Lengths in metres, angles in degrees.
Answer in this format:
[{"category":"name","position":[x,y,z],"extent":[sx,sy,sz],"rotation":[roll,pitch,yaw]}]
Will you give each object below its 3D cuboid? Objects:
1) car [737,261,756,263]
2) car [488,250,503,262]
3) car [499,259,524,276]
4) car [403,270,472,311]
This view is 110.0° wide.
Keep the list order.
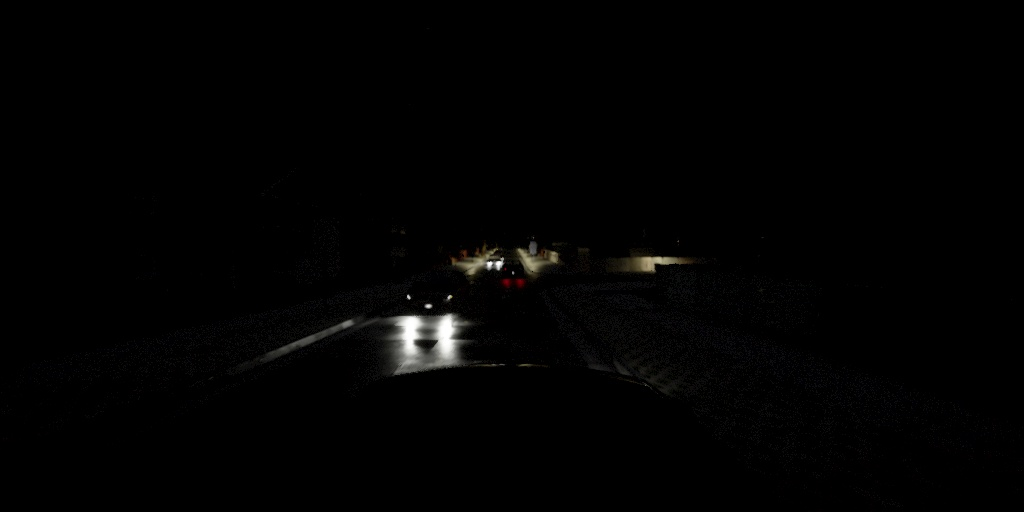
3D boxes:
[{"category":"car","position":[27.201,1.245,41.918],"extent":[5.357,1.411,2.033],"rotation":[0,0,-34]},{"category":"car","position":[-2.794,0.192,57.110],"extent":[1.895,1.301,4.718],"rotation":[0,2,1]},{"category":"car","position":[0.096,1.076,32.260],"extent":[1.895,1.301,4.718],"rotation":[0,1,0]},{"category":"car","position":[-2.763,1.274,14.541],"extent":[2.033,1.411,5.357],"rotation":[0,0,0]}]
